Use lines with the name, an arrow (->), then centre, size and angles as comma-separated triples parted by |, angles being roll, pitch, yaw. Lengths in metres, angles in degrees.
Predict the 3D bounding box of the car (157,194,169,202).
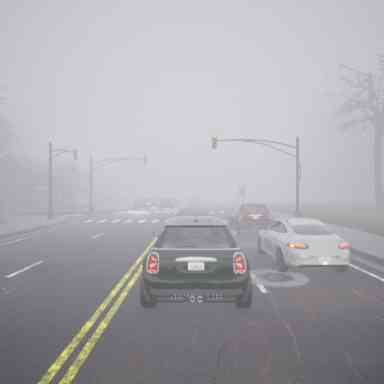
car -> -6.415, 1.320, 73.930 | 2.097, 1.767, 4.553 | 0, 0, 0

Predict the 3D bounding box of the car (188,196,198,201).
car -> 0.173, 1.465, 63.713 | 2.128, 1.511, 4.902 | 0, 0, 0

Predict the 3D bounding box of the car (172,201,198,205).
car -> 0.061, 1.477, 17.351 | 1.882, 1.535, 5.008 | 0, 0, 0

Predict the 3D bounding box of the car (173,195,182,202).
car -> -3.167, 1.466, 72.644 | 1.837, 1.490, 4.892 | 0, 0, 0

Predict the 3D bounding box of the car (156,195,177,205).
car -> -3.297, 1.496, 43.801 | 1.837, 1.490, 4.892 | 0, 0, 0

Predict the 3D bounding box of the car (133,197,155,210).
car -> -6.557, 1.482, 43.969 | 2.128, 1.511, 4.902 | 0, 0, 1

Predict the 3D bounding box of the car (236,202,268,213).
car -> 3.331, 1.351, 19.434 | 2.097, 1.767, 4.553 | 0, 0, 0

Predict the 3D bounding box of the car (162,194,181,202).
car -> -3.282, 1.474, 53.119 | 2.128, 1.511, 4.902 | 0, 0, 0

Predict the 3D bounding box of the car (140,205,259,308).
car -> 0.085, 1.352, 8.086 | 2.097, 1.767, 4.553 | 0, 0, 0

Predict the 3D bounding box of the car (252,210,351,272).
car -> 3.345, 1.525, 10.640 | 1.812, 1.442, 4.674 | 0, 0, 0
